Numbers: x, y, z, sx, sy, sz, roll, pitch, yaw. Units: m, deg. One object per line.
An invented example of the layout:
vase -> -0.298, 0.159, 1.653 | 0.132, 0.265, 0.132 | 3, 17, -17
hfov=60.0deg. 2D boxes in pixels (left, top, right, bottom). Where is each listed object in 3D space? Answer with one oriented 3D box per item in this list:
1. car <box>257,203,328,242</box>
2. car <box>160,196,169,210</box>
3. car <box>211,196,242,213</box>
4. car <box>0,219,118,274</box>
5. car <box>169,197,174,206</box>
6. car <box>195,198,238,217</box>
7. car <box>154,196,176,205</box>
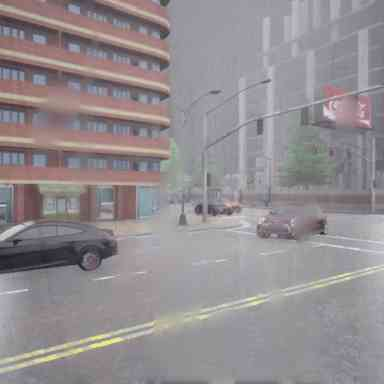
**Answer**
car -> 5.078, 1.352, 16.507 | 2.097, 1.767, 4.553 | 0, 0, 39
car -> -5.261, 1.351, 42.418 | 2.097, 1.767, 4.553 | 0, 0, -35
car -> 3.341, 1.352, 36.246 | 2.097, 1.767, 4.553 | 0, 0, -35
car -> -4.432, 1.526, 9.406 | 4.674, 1.442, 1.812 | 0, 0, -34
car -> -4.971, 1.504, 48.106 | 1.837, 1.490, 4.892 | 0, 0, -35
car -> 2.049, 1.564, 31.986 | 1.994, 1.385, 4.181 | 0, 0, -35
car -> -4.973, 1.526, 60.647 | 1.812, 1.442, 4.674 | 0, 0, -35
